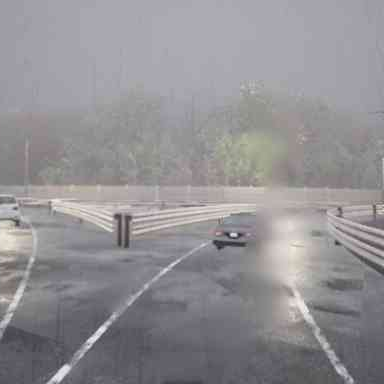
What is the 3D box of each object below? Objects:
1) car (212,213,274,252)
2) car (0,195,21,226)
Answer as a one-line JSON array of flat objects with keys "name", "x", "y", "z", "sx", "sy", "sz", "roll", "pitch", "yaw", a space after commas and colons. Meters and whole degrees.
[{"name": "car", "x": 2.393, "y": 1.640, "z": 14.586, "sx": 2.033, "sy": 1.411, "sz": 5.357, "roll": 0, "pitch": 0, "yaw": 20}, {"name": "car", "x": -13.161, "y": 1.193, "z": 22.957, "sx": 2.150, "sy": 2.045, "sz": 5.566, "roll": 1, "pitch": 0, "yaw": -30}]
